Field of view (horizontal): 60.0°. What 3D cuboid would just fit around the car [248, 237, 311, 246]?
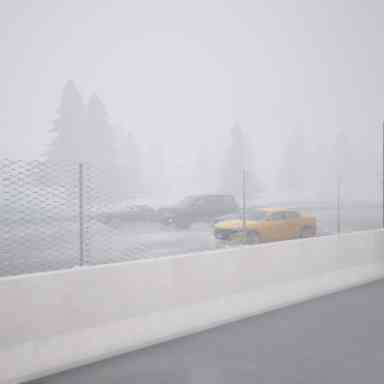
[{"bbox_3d":[3.215,1.423,14.355,5.008,1.535,1.882,0,0,-32],"label":"car"}]
